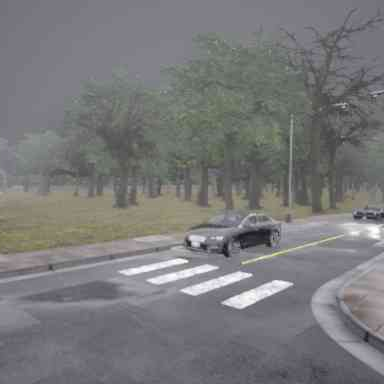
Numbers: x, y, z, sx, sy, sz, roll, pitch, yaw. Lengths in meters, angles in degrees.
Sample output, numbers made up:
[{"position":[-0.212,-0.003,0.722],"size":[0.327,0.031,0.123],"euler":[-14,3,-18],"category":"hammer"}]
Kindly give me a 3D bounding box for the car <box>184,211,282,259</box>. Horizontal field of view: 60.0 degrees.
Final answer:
[{"position":[1.763,1.509,12.997],"size":[2.128,1.511,4.902],"euler":[2,1,42],"category":"car"}]

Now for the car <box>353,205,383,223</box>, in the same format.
[{"position":[15.090,1.781,27.895],"size":[1.895,1.301,4.718],"euler":[2,1,42],"category":"car"}]
